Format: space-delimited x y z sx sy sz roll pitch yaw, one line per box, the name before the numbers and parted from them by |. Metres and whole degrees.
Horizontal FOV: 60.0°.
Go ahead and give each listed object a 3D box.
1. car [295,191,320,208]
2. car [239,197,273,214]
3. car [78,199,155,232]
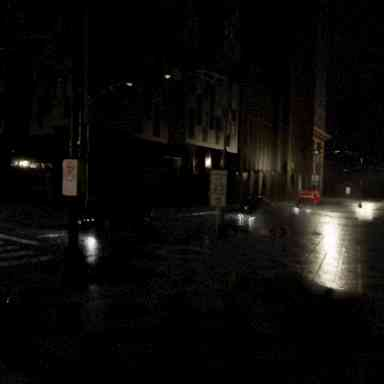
car | 16.161 0.913 46.207 2.150 2.045 5.566 3 2 35
car | 6.348 1.225 32.505 2.128 1.511 4.902 3 2 35
car | -4.033 1.179 17.841 1.837 1.490 4.892 3 2 34
